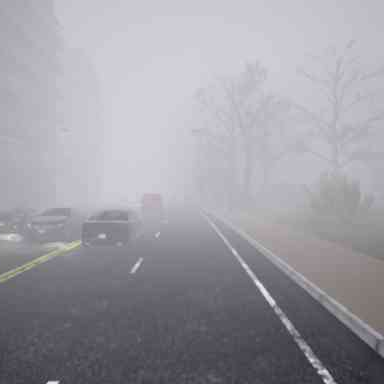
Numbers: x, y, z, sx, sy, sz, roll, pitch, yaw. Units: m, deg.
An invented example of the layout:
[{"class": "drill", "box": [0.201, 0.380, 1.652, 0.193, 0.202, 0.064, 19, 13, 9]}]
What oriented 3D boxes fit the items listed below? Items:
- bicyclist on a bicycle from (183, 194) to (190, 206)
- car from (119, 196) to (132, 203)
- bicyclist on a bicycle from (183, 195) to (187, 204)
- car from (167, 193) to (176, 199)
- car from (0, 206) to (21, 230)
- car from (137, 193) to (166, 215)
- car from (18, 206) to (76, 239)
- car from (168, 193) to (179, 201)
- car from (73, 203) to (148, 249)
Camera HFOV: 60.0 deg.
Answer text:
[{"class": "bicyclist on a bicycle", "box": [-0.633, 1.220, 49.231, 0.659, 1.776, 1.843, 0, 0, -4]}, {"class": "car", "box": [-12.213, 1.383, 60.953, 1.994, 1.385, 4.181, 0, 0, -4]}, {"class": "bicyclist on a bicycle", "box": [-1.265, 1.272, 57.971, 0.582, 1.620, 1.656, 0, 0, -5]}, {"class": "car", "box": [-5.593, 1.095, 91.587, 2.033, 1.411, 5.357, 0, 0, -8]}, {"class": "car", "box": [-10.065, 1.511, 19.498, 1.994, 1.385, 4.181, 0, 0, -1]}, {"class": "car", "box": [-3.806, 1.125, 32.962, 2.150, 2.045, 5.566, 0, 0, -2]}, {"class": "car", "box": [-6.755, 1.478, 17.129, 1.812, 1.442, 4.674, 0, 0, -1]}, {"class": "car", "box": [-4.004, 1.302, 77.781, 1.994, 1.385, 4.181, 0, 0, -6]}, {"class": "car", "box": [-3.263, 1.437, 14.456, 1.882, 1.535, 5.008, 0, 0, -1]}]
